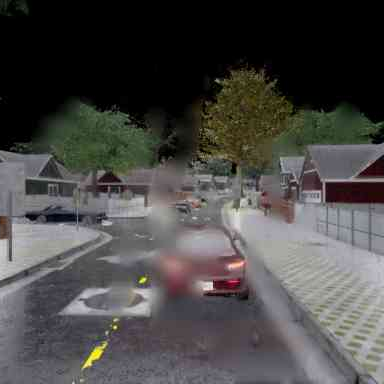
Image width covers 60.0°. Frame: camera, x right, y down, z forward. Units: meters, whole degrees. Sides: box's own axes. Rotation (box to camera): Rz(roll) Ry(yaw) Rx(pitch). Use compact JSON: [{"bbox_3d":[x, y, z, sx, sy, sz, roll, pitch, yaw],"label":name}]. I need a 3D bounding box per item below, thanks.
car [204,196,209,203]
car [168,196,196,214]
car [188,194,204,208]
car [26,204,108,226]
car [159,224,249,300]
[{"bbox_3d":[1.963,1.373,60.359,1.895,1.301,4.718,0,0,9],"label":"car"},{"bbox_3d":[-1.154,1.504,34.910,2.033,1.411,5.357,0,0,6],"label":"car"},{"bbox_3d":[0.042,1.231,46.136,2.097,1.767,4.553,0,0,7],"label":"car"},{"bbox_3d":[-7.895,1.449,21.387,4.718,1.301,1.895,1,0,3],"label":"car"},{"bbox_3d":[0.282,1.527,8.293,1.812,1.442,4.674,0,0,1],"label":"car"}]
